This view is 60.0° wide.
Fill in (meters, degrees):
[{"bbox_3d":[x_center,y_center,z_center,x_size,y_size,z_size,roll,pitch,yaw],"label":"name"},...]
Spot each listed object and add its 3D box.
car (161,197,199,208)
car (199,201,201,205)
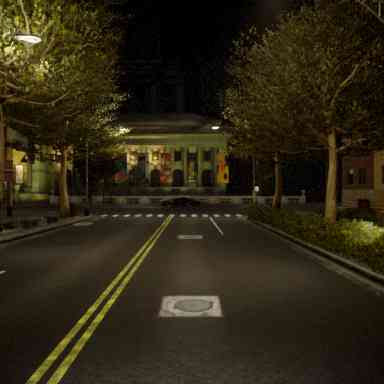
[{"bbox_3d":[-1.856,1.504,46.597,4.892,1.490,1.837,0,0,0],"label":"car"},{"bbox_3d":[-0.957,1.601,50.100,4.718,1.301,1.895,0,0,0],"label":"car"}]
